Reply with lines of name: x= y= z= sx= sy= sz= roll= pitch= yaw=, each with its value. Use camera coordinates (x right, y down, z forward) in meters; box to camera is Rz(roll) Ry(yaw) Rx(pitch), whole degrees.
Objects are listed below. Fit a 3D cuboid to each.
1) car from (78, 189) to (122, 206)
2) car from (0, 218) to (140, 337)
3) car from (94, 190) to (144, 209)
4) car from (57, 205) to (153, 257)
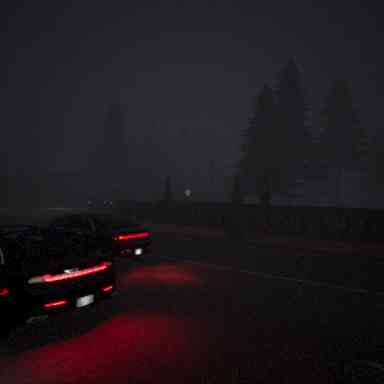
car: x=-10.138 y=0.655 z=37.814 sx=2.150 sy=2.045 sz=5.566 roll=1 pitch=1 yaw=38
car: x=-3.594 y=1.404 z=6.509 sx=4.902 sy=1.511 sz=2.128 roll=1 pitch=1 yaw=36
car: x=-6.379 y=0.931 z=30.980 sx=2.097 sy=1.767 sz=4.553 roll=2 pitch=1 yaw=37
car: x=-3.454 y=1.374 z=10.718 sx=4.892 sy=1.490 sz=1.837 roll=1 pitch=1 yaw=36
